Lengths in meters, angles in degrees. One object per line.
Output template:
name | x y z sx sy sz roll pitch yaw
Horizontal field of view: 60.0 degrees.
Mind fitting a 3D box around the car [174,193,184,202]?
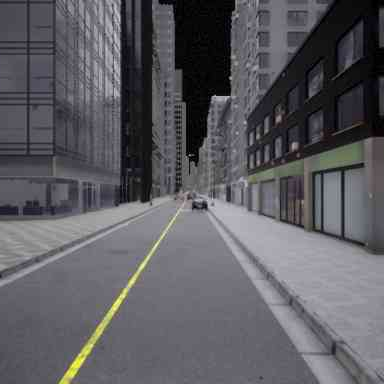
car | -3.000 1.141 76.680 2.150 2.045 5.566 0 0 0

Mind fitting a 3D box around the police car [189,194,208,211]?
police car | 0.900 1.422 40.680 1.930 1.638 5.238 0 0 0

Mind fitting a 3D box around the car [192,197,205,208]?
car | 0.900 1.503 50.571 1.837 1.490 4.892 0 0 0

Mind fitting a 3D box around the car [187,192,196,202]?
car | 0.000 1.126 76.129 2.150 2.045 5.566 0 0 0
